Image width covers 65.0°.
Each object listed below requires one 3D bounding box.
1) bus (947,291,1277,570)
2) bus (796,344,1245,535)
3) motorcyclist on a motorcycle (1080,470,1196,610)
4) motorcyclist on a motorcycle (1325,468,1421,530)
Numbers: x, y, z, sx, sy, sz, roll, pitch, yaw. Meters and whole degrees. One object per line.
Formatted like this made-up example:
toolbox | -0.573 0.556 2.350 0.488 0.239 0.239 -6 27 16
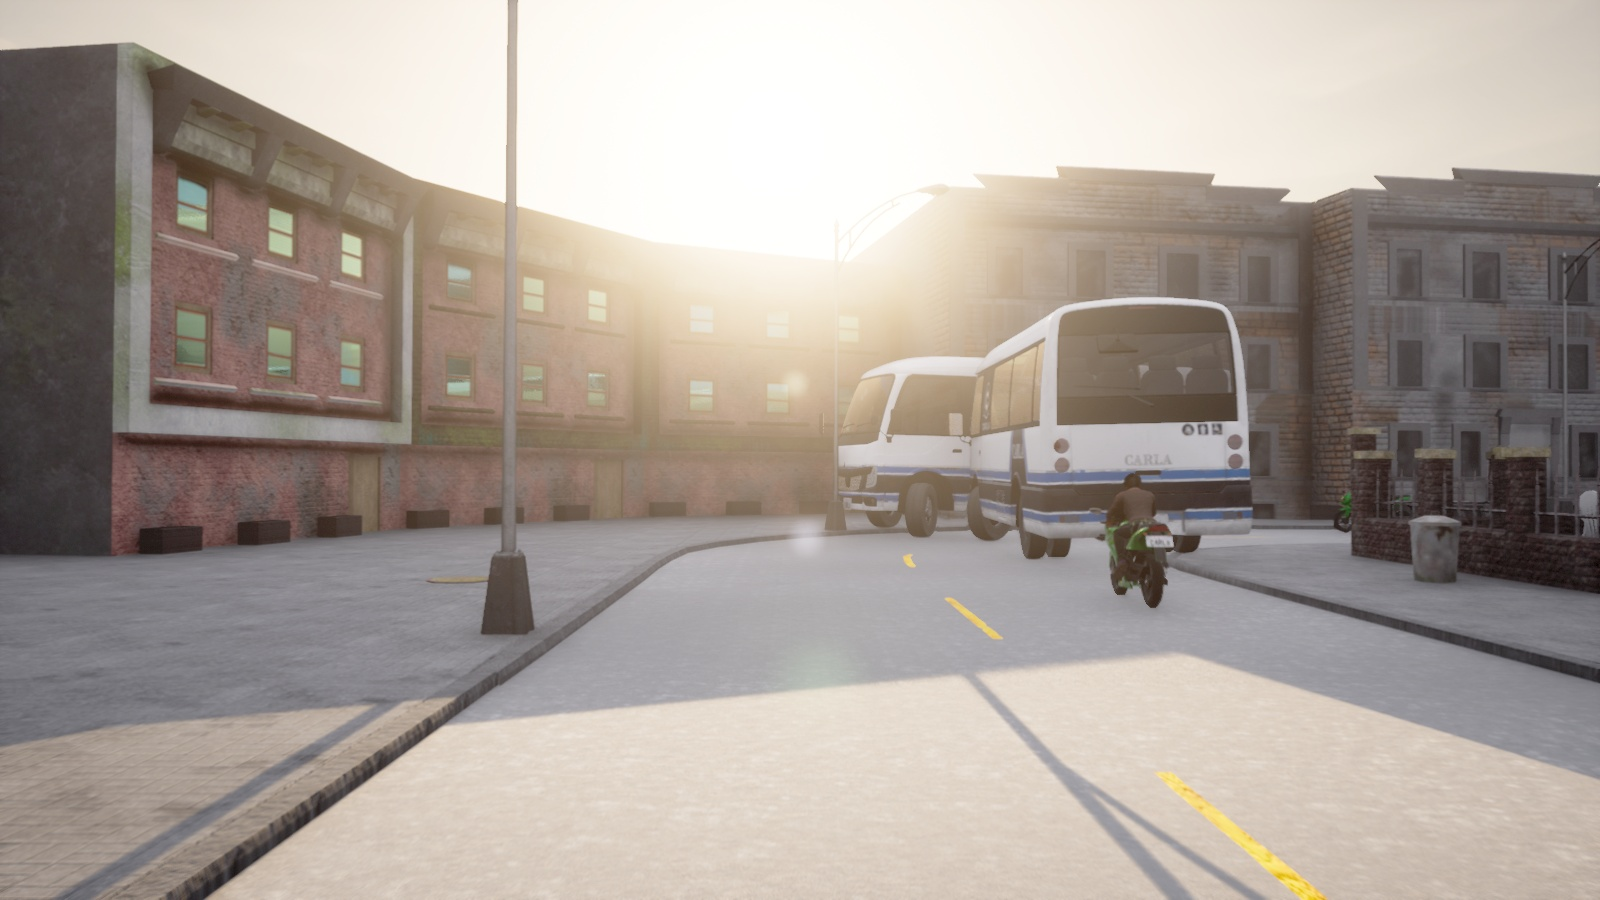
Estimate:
bus | 5.481 -0.246 24.781 3.944 4.253 10.273 -2 -1 1
bus | 5.386 -0.129 31.213 10.273 4.253 3.944 1 -1 -15
motorcyclist on a motorcycle | 3.936 1.003 14.783 0.797 1.523 2.044 0 -1 0
motorcyclist on a motorcycle | 14.403 1.217 31.588 2.044 1.523 0.797 0 -1 0
